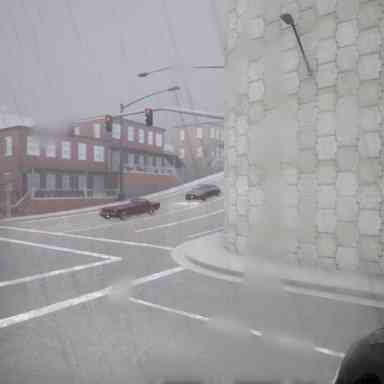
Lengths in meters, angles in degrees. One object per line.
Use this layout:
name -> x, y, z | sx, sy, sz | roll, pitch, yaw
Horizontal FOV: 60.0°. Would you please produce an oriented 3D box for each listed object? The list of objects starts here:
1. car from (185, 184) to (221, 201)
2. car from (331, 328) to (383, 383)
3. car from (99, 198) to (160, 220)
car -> 1.104, -0.040, 32.727 | 1.994, 1.385, 4.181 | 0, 9, 35
car -> 3.308, 1.492, 1.604 | 4.902, 1.511, 2.128 | 0, 0, 36
car -> -4.560, 1.187, 24.729 | 1.895, 1.301, 4.718 | 0, 5, 35
